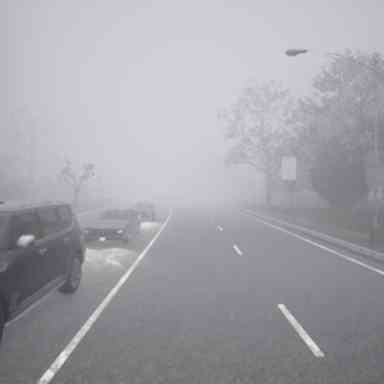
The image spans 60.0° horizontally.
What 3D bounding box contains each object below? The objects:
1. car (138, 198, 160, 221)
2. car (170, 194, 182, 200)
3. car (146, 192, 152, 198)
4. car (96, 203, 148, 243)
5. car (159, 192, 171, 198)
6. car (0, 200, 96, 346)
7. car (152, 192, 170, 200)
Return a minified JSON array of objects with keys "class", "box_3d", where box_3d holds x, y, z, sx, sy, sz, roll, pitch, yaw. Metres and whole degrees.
[{"class":"car","box_3d":[-3.736,1.469,26.107,1.994,1.385,4.181,0,0,-1]},{"class":"car","box_3d":[-3.902,1.067,77.050,1.895,1.301,4.718,0,1,-18]},{"class":"car","box_3d":[-10.347,0.754,85.138,1.882,1.535,5.008,0,1,-22]},{"class":"car","box_3d":[-3.622,1.506,16.095,2.033,1.411,5.357,0,0,0]},{"class":"car","box_3d":[-7.110,0.821,86.474,1.994,1.385,4.181,0,1,-22]},{"class":"car","box_3d":[-3.619,1.210,5.850,2.150,2.045,5.566,0,0,0]},{"class":"car","box_3d":[-7.044,0.838,75.391,2.097,1.767,4.553,0,1,-18]}]
